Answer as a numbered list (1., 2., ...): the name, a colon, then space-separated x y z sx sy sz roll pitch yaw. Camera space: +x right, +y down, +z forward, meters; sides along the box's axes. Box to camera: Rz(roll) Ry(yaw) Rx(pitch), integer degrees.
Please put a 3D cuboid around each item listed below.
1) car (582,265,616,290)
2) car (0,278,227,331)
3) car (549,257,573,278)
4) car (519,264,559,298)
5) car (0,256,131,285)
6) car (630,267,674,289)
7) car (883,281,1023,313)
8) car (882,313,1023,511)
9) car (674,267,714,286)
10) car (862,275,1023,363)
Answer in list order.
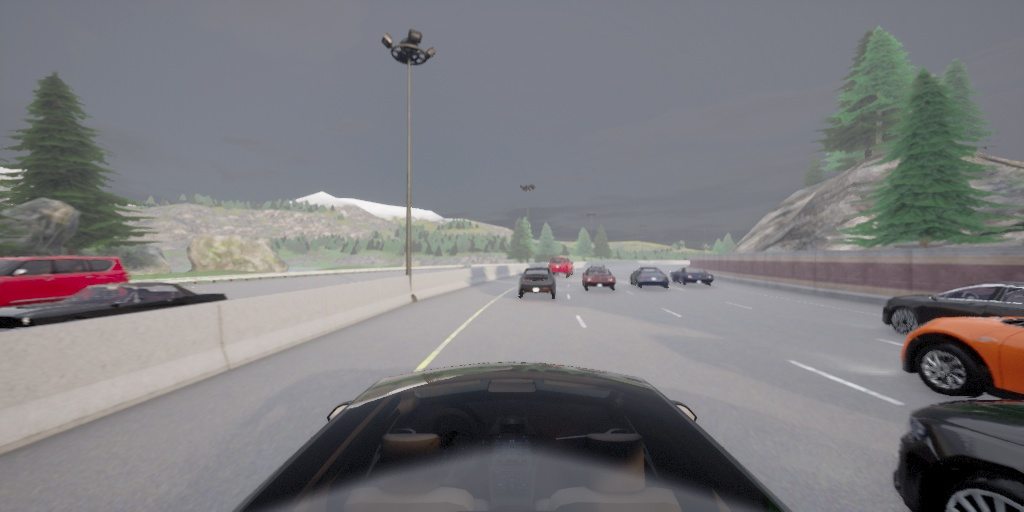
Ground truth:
1. car: 5.631 1.469 23.669 1.895 1.301 4.718 0 0 9
2. car: -10.241 1.373 9.315 1.895 1.301 4.718 0 0 4
3. car: 5.190 1.160 37.838 2.150 2.045 5.566 0 0 15
4. car: 1.443 1.345 19.282 1.837 1.490 4.892 0 0 7
5. car: -17.039 1.000 12.577 2.150 2.045 5.566 0 -1 4
6. car: 9.437 1.444 24.882 1.994 1.385 4.181 0 0 10
7. car: 7.227 1.124 3.767 2.097 1.767 4.553 0 0 1
8. car: 3.665 1.242 0.514 2.128 1.511 4.902 0 0 0
9. car: 13.359 1.497 26.906 1.895 1.301 4.718 0 0 11
10. car: 10.877 1.288 7.672 2.128 1.511 4.902 0 0 3
